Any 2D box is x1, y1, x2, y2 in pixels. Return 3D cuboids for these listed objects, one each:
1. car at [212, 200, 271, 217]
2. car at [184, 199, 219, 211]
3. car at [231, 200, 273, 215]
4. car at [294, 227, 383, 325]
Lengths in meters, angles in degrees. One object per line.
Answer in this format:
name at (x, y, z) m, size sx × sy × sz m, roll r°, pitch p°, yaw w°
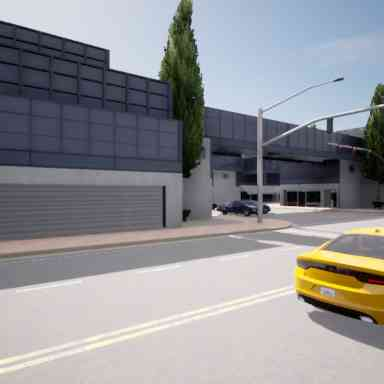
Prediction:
car at (4.650, 1.546, 32.080) m, size 2.033 × 1.411 × 5.357 m, roll 0°, pitch 0°, yaw -37°
car at (1.140, 1.600, 42.599) m, size 1.895 × 1.301 × 4.718 m, roll 0°, pitch 0°, yaw -37°
car at (6.374, 1.562, 35.615) m, size 1.994 × 1.385 × 4.181 m, roll 0°, pitch 0°, yaw -37°
car at (4.221, 1.477, 6.856) m, size 5.008 × 1.535 × 1.882 m, roll 0°, pitch 0°, yaw -36°
